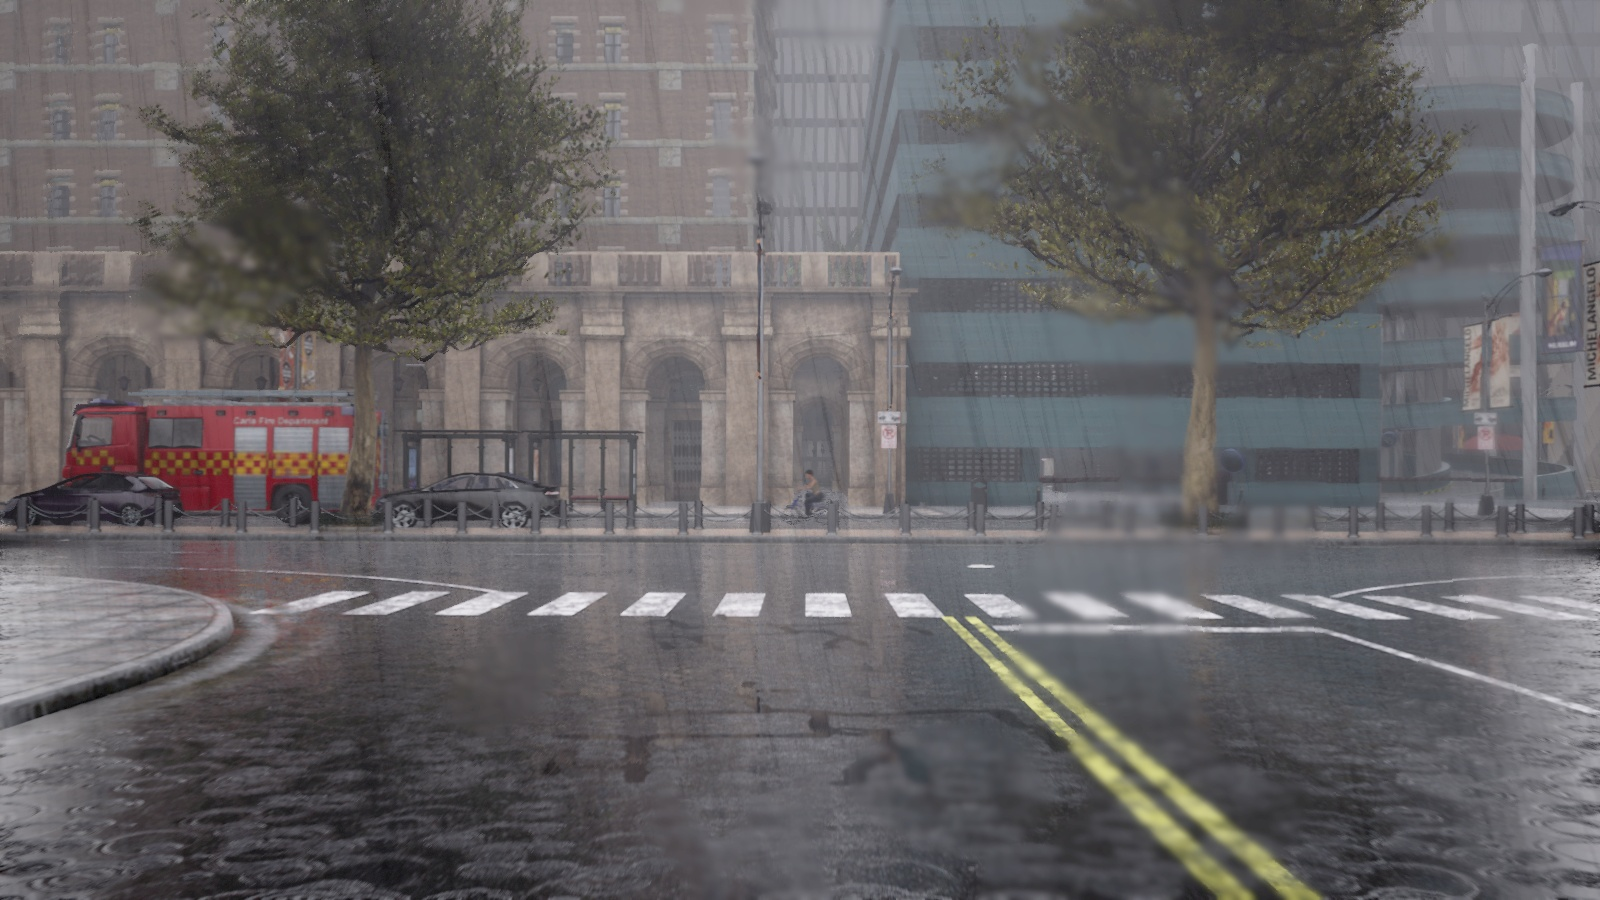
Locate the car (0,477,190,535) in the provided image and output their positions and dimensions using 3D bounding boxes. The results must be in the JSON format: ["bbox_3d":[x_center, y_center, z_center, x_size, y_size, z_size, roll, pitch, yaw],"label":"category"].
[{"bbox_3d":[-18.755,1.472,33.409,4.193,1.474,1.816,0,-1,1],"label":"car"}]

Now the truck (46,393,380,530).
[{"bbox_3d":[-17.062,0.346,36.906,8.468,3.827,2.891,0,-1,1],"label":"truck"}]

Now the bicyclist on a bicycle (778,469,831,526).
[{"bbox_3d":[0.134,1.374,36.635,1.509,1.612,0.866,0,-1,1],"label":"bicyclist on a bicycle"}]

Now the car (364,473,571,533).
[{"bbox_3d":[-8.723,1.371,33.275,4.902,1.511,2.128,0,-1,1],"label":"car"}]
